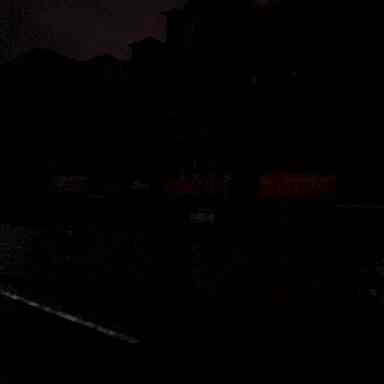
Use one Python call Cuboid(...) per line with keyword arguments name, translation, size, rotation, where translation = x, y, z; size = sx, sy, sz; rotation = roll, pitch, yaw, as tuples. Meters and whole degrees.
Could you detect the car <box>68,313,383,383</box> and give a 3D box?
Cuboid(name="car", translation=(0.952, 1.564, 2.143), size=(4.313, 1.339, 1.947), rotation=(0, 0, 36))
